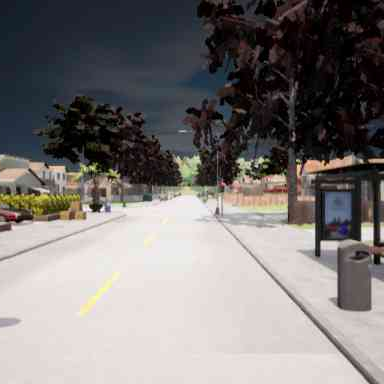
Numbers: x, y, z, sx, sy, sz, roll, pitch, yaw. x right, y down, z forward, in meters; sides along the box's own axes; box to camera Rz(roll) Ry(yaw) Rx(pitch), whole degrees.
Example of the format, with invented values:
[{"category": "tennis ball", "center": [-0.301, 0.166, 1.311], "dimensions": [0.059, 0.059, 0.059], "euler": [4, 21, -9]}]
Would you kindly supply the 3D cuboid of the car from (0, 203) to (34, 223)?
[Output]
[{"category": "car", "center": [-12.884, 1.312, 20.750], "dimensions": [5.357, 1.415, 2.033], "euler": [0, 0, 3]}]
